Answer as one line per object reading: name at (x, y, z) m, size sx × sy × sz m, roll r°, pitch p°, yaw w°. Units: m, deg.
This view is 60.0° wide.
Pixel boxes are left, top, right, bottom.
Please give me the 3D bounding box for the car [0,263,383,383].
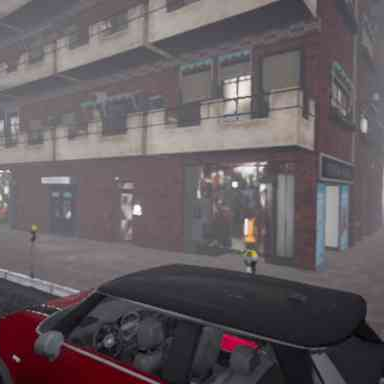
car at (-0.296, 1.430, 3.072) m, size 4.097 × 1.590 × 1.967 m, roll 0°, pitch 1°, yaw 36°
